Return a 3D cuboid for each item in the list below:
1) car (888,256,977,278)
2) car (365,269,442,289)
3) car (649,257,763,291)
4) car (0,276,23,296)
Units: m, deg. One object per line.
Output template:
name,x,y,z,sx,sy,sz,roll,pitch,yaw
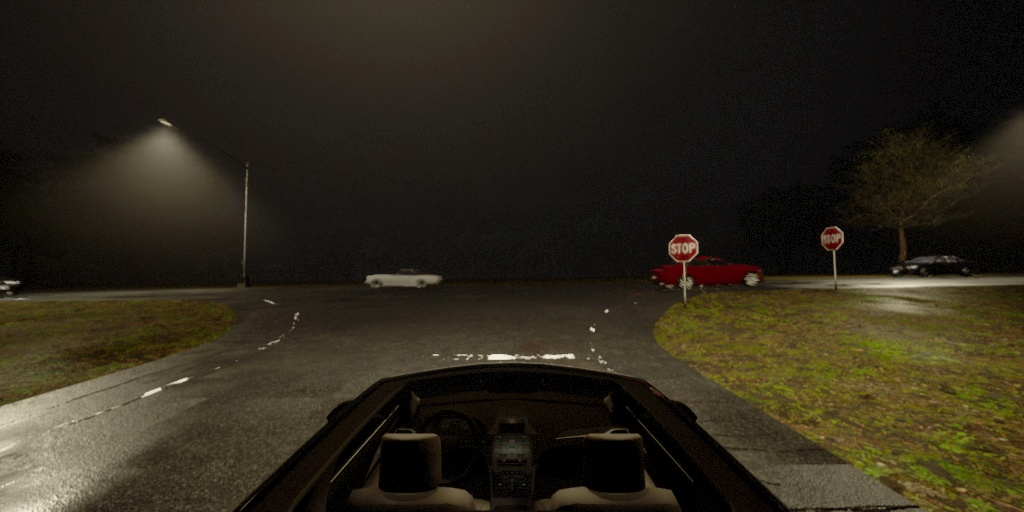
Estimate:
car,28.795,0.757,24.658,4.902,1.511,2.128,-1,-3,-2
car,-7.122,1.523,23.743,4.718,1.301,1.895,0,-3,0
car,9.180,0.768,17.094,5.008,1.535,1.882,-2,-3,-2
car,-26.067,1.226,16.774,4.674,1.442,1.812,-1,-3,0
